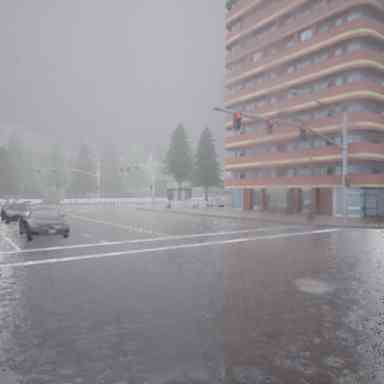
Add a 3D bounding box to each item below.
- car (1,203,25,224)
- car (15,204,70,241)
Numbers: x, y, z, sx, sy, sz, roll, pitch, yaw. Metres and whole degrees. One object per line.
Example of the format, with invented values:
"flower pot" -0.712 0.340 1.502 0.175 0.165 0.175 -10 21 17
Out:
"car" -13.145 1.555 24.997 2.033 1.411 5.357 0 0 -35
"car" -7.644 1.534 17.074 1.812 1.442 4.674 0 0 -34
